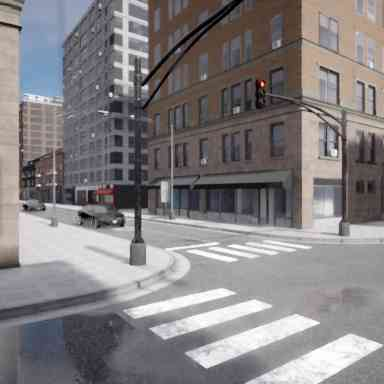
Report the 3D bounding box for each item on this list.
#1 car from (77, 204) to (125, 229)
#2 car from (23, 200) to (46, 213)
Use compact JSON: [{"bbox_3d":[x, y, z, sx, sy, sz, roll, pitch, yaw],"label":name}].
[{"bbox_3d":[-6.219,1.567,22.497,1.882,1.535,5.008,0,0,-36],"label":"car"},{"bbox_3d":[-18.984,1.665,40.062,1.882,1.535,5.008,0,0,-36],"label":"car"}]
